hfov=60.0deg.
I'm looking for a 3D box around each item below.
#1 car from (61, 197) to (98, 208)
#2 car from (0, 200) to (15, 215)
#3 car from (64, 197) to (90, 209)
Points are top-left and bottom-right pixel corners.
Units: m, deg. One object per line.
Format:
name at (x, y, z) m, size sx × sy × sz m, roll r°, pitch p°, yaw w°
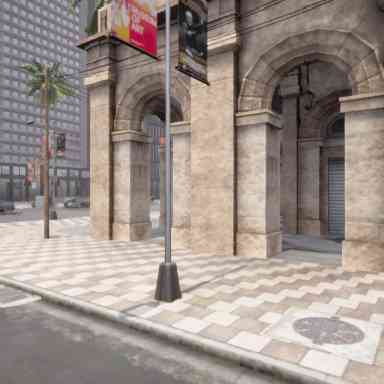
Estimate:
car at (-16.291, 1.513, 48.472) m, size 2.161 × 1.482 × 4.786 m, roll 0°, pitch 0°, yaw 35°
car at (-19.820, 1.491, 32.201) m, size 2.128 × 1.511 × 4.902 m, roll 0°, pitch 0°, yaw 36°
car at (-14.604, 1.490, 45.512) m, size 2.128 × 1.511 × 4.902 m, roll 0°, pitch 0°, yaw 36°
